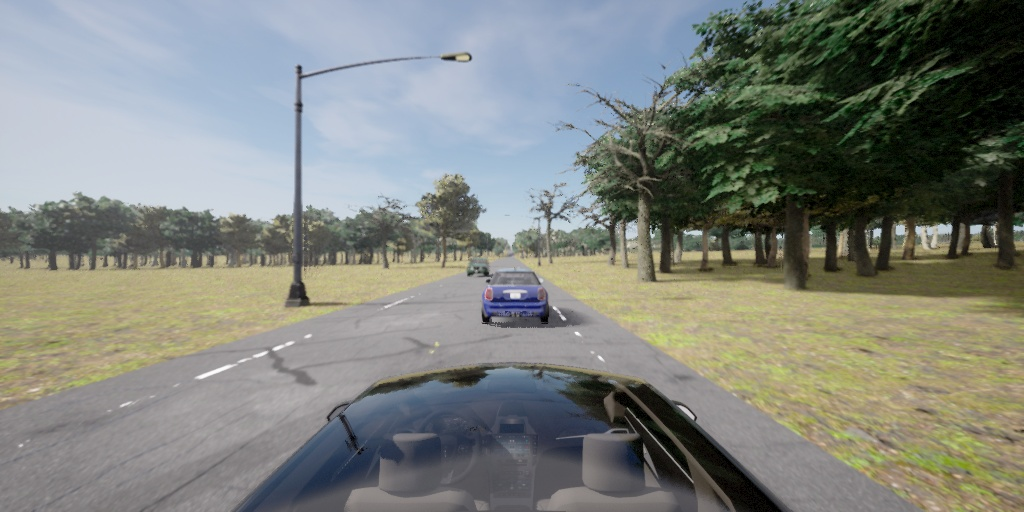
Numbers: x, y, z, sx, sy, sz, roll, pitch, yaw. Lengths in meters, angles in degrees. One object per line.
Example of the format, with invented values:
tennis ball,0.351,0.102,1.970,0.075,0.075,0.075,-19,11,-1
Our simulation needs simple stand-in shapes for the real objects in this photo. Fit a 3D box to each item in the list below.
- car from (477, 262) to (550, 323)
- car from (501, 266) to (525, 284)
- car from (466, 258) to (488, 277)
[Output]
car,0.097,1.217,12.755,2.097,1.767,4.553,0,-1,0
car,0.094,1.568,30.393,1.895,1.301,4.718,0,0,0
car,-3.603,1.214,39.141,2.150,2.045,5.566,0,0,0
